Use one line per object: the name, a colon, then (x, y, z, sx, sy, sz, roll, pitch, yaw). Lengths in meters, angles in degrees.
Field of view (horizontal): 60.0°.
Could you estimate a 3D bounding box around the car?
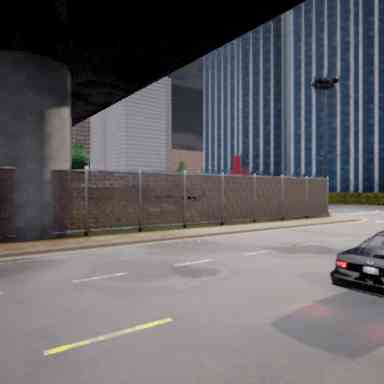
car: (5.416, 1.530, 7.796, 5.357, 1.411, 2.033, 0, 0, -36)
